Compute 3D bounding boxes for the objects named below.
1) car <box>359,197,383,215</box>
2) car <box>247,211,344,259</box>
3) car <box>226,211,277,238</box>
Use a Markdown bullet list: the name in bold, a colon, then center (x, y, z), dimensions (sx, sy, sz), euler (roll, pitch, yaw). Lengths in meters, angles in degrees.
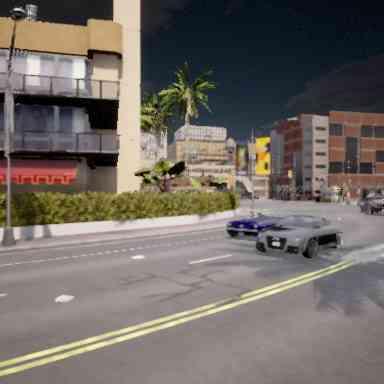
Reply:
- **car**: center (19.619, 1.620, 35.883), dimensions (1.837, 1.490, 4.892), euler (0, 0, 9)
- **car**: center (4.273, 1.607, 12.936), dimensions (1.994, 1.385, 4.181), euler (0, 0, 44)
- **car**: center (3.752, 1.659, 17.281), dimensions (1.895, 1.301, 4.718), euler (0, 0, 41)
